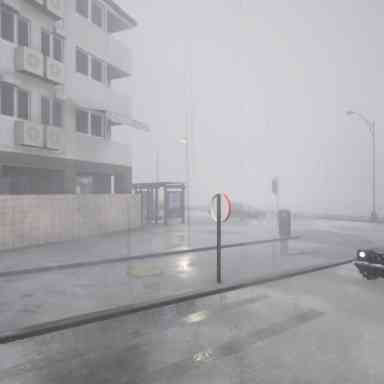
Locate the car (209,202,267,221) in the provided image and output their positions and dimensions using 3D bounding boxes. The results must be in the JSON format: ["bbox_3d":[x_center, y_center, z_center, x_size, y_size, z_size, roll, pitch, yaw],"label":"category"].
[{"bbox_3d":[3.638,1.548,27.471,2.033,1.411,5.357,0,0,-35],"label":"car"}]

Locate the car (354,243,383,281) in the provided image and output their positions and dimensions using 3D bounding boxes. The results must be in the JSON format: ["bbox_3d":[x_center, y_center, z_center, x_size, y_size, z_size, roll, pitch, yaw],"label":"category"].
[{"bbox_3d":[6.296,1.600,8.704,4.718,1.301,1.895,0,0,-35],"label":"car"}]

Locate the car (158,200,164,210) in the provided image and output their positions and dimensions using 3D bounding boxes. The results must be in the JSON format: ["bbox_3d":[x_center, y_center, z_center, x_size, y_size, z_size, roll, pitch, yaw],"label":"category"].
[{"bbox_3d":[-4.302,1.564,38.648,1.994,1.385,4.181,0,0,-35],"label":"car"}]
